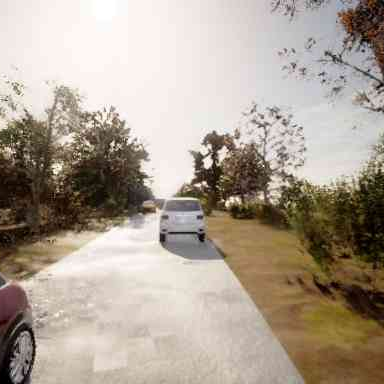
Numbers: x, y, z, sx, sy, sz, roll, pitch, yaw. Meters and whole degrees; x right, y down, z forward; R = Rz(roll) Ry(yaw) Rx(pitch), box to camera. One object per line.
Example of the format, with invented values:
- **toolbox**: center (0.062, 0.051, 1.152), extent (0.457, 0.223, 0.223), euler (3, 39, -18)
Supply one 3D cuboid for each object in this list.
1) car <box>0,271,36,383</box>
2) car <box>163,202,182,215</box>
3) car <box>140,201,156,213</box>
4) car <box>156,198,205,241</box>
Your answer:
- **car**: center (-2.935, 1.359, 2.156), extent (2.097, 1.767, 4.553), euler (0, 0, -1)
- **car**: center (-2.422, 1.920, 40.159), extent (2.033, 1.411, 5.357), euler (0, -1, -5)
- **car**: center (-5.599, 1.898, 42.809), extent (1.882, 1.535, 5.008), euler (0, -1, -5)
- **car**: center (-0.572, 1.310, 17.332), extent (2.150, 2.045, 5.566), euler (0, 0, -4)
